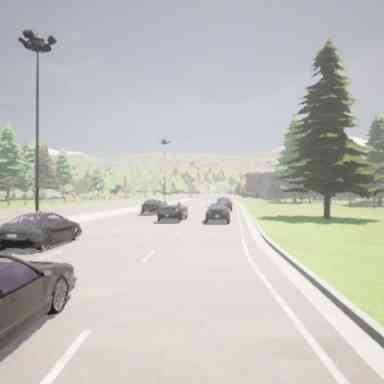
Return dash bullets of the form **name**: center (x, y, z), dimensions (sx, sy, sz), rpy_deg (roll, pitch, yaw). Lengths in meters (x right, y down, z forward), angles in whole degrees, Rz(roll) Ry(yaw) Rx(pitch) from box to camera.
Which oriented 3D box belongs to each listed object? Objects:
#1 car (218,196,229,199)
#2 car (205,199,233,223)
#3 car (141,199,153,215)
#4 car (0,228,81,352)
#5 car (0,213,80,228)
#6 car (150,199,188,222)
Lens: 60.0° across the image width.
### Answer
- **car**: center (3.855, 1.372, 40.276), dimensions (2.097, 1.767, 4.553), rpy_deg (0, 0, 7)
- **car**: center (2.007, 1.538, 25.475), dimensions (1.812, 1.442, 4.674), rpy_deg (0, 0, 7)
- **car**: center (-3.937, 1.507, 34.414), dimensions (1.837, 1.490, 4.892), rpy_deg (0, 0, 7)
- **car**: center (-3.323, 1.541, 4.478), dimensions (2.033, 1.411, 5.357), rpy_deg (0, 0, 0)
- **car**: center (-6.297, 1.555, 13.964), dimensions (1.994, 1.385, 4.181), rpy_deg (0, 0, 5)
- **car**: center (-1.444, 1.496, 26.088), dimensions (2.128, 1.511, 4.902), rpy_deg (0, 0, 7)
